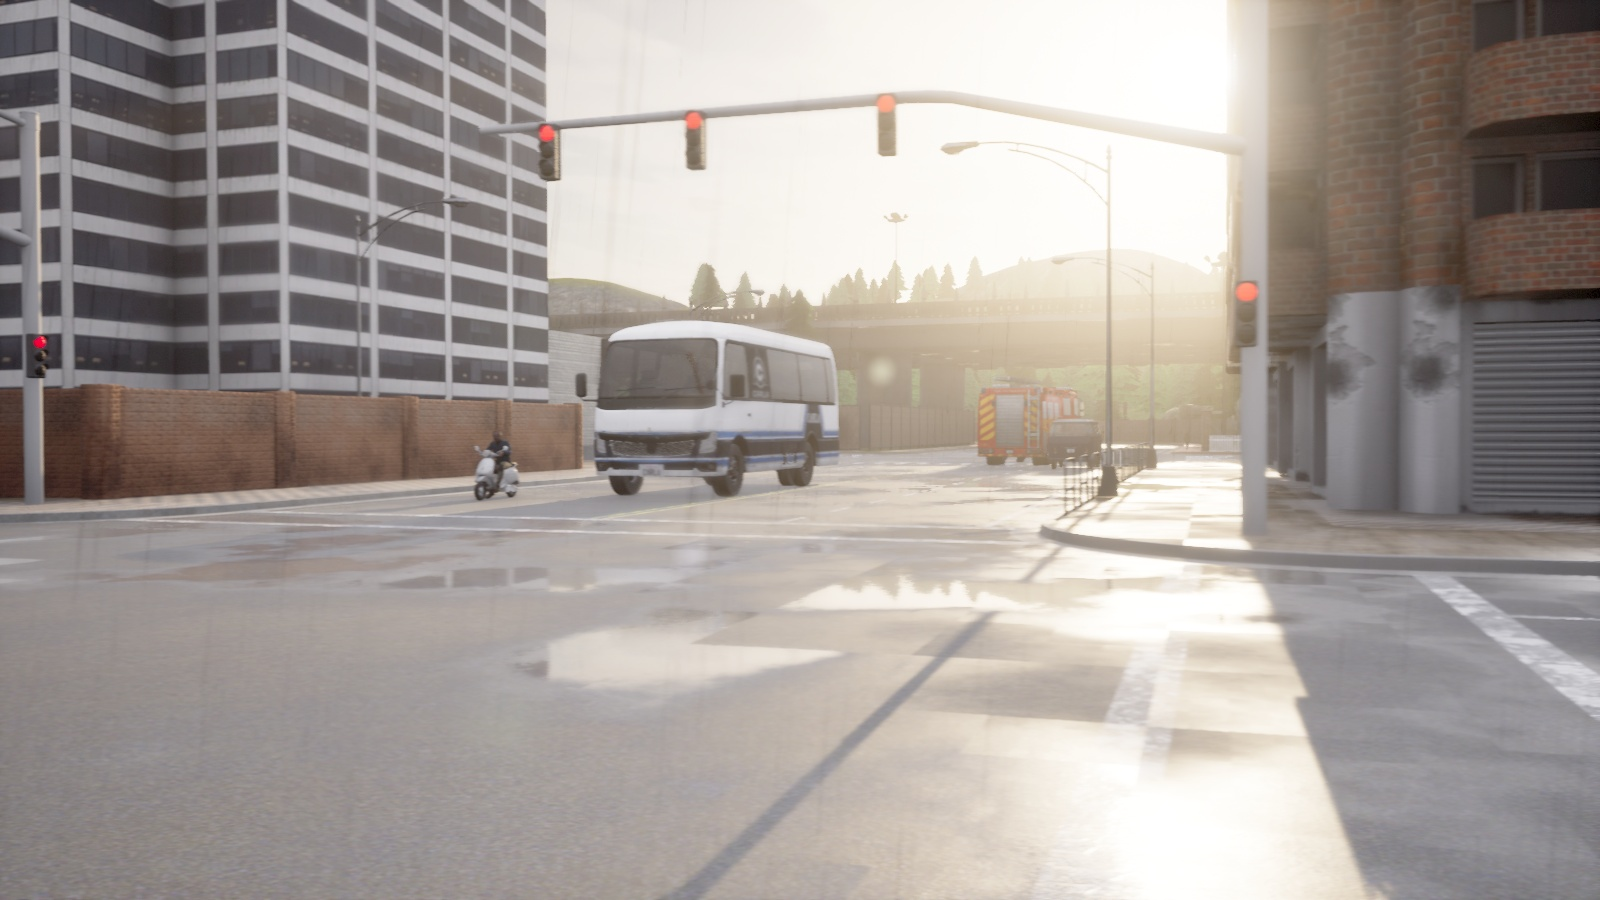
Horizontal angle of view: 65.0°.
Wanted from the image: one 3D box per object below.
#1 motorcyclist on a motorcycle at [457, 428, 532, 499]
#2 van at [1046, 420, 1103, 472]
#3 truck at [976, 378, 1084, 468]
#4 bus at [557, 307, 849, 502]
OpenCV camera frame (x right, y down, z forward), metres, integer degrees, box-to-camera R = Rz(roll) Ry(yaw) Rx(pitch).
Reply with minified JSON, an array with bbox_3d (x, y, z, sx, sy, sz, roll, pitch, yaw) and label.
[{"bbox_3d":[-7.041,0.289,29.024,0.866,1.590,1.817,1,1,18],"label":"motorcyclist on a motorcycle"},{"bbox_3d":[10.991,-0.182,50.106,1.775,1.987,4.442,1,1,18],"label":"van"},{"bbox_3d":[10.639,-1.220,57.362,2.891,3.827,8.468,1,1,24],"label":"truck"},{"bbox_3d":[-2.051,-1.085,32.929,3.944,4.253,10.273,1,1,18],"label":"bus"}]
